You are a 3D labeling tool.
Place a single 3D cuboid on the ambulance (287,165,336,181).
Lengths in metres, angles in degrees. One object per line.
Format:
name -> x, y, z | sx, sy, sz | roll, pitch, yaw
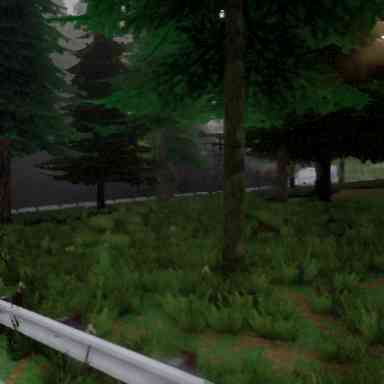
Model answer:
ambulance -> 13.284, -1.553, 38.229 | 6.366, 2.431, 2.351 | -4, -1, 12
